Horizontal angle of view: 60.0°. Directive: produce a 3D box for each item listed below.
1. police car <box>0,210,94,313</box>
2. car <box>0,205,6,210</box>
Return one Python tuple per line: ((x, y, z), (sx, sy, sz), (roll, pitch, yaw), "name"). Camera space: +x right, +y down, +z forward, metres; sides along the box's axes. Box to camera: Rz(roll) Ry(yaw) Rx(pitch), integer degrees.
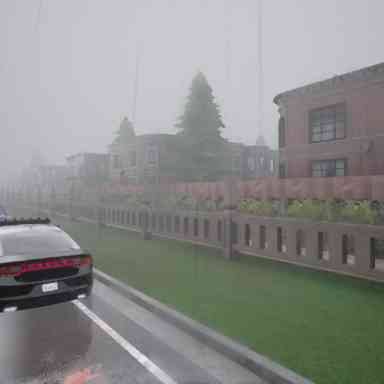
((-3.958, 1.425, 7.785), (1.930, 1.638, 5.238), (0, 0, -36), "police car")
((-9.780, 1.351, 15.743), (2.097, 1.767, 4.553), (0, 0, -36), "car")
